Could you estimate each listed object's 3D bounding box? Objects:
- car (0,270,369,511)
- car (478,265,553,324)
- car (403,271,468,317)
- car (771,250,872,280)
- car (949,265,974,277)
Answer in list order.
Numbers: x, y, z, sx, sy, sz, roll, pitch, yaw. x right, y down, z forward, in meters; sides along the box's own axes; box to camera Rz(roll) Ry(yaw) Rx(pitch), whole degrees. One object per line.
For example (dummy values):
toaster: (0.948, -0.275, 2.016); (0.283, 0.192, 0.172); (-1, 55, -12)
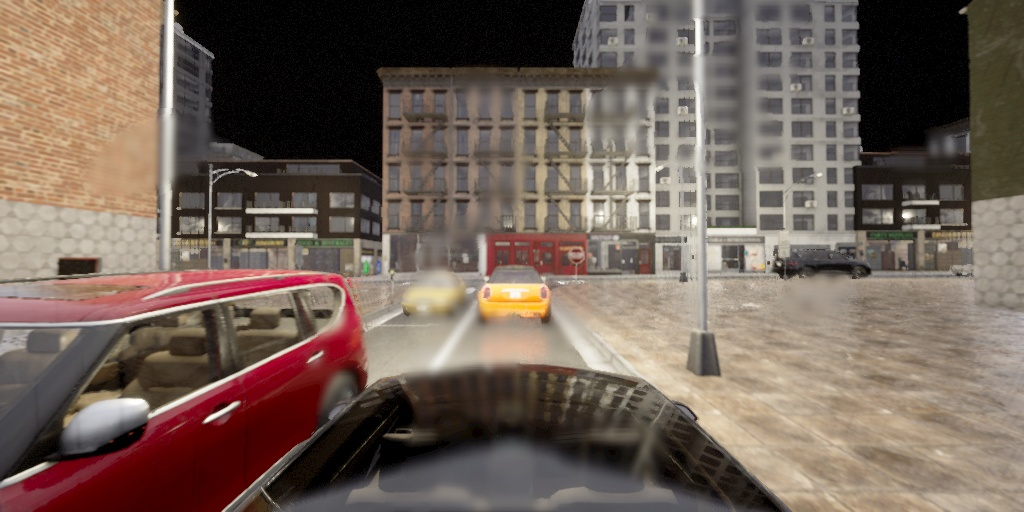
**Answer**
car: (-2.636, 1.063, 2.202); (2.192, 1.841, 5.009); (0, 0, 0)
car: (0.095, 1.071, 11.912); (2.097, 1.767, 4.553); (0, 0, 0)
car: (-2.635, 1.240, 13.097); (1.751, 1.417, 4.829); (0, 0, 0)
car: (20.601, 0.619, 24.056); (5.566, 2.045, 2.150); (-1, -1, 1)
car: (36.198, 0.951, 26.955); (4.718, 1.301, 1.895); (0, -1, 0)
